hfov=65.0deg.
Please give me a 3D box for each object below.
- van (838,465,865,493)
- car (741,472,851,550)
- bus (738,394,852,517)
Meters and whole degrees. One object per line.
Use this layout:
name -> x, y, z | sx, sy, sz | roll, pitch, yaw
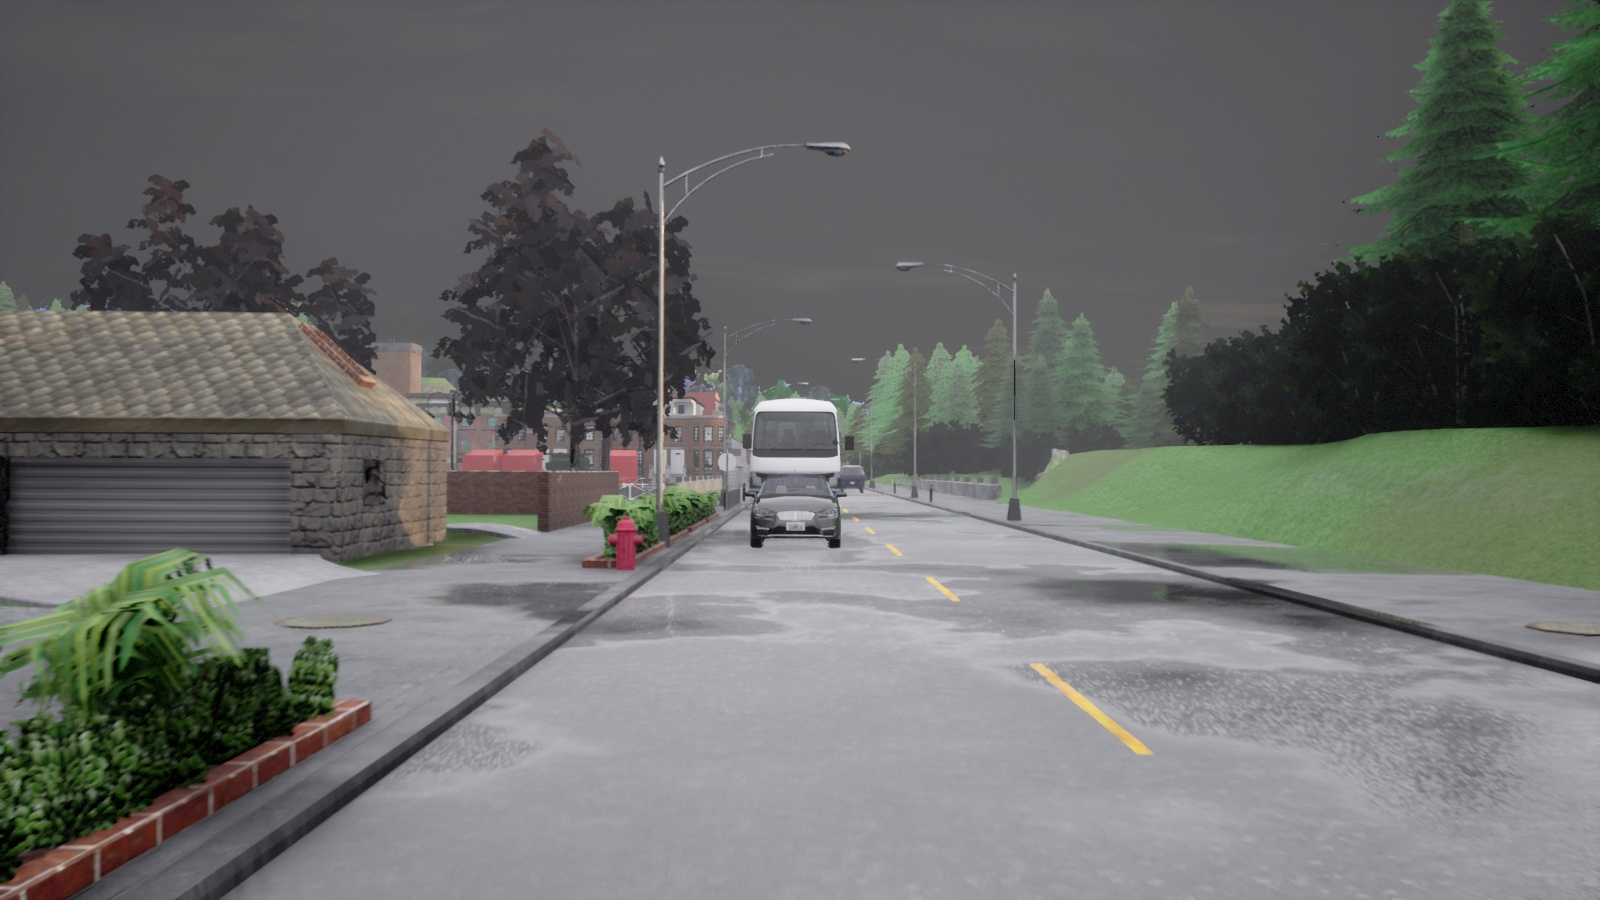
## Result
van -> 3.705, 2.080, 91.249 | 1.775, 1.987, 4.442 | 0, -1, 0
car -> -0.083, 1.220, 26.784 | 2.128, 1.511, 4.902 | 0, -1, 0
bus -> -0.159, 0.252, 48.610 | 3.944, 4.253, 10.273 | 0, -1, 0
